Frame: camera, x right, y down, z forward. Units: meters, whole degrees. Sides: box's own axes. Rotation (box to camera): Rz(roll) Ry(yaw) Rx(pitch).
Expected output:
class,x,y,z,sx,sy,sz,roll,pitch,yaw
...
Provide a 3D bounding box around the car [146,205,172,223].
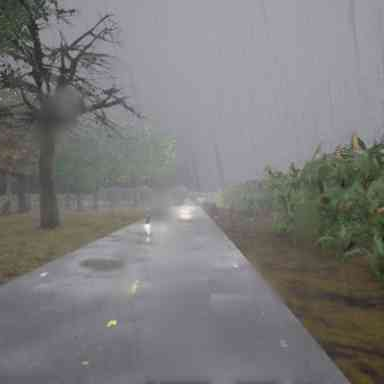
class,x,y,z,sx,sy,sz,roll,pitch,yaw
car,-2.751,1.848,28.606,2.033,1.411,5.357,0,-1,0
